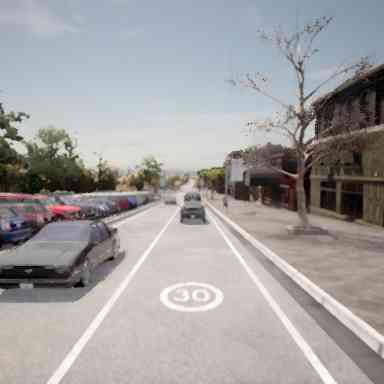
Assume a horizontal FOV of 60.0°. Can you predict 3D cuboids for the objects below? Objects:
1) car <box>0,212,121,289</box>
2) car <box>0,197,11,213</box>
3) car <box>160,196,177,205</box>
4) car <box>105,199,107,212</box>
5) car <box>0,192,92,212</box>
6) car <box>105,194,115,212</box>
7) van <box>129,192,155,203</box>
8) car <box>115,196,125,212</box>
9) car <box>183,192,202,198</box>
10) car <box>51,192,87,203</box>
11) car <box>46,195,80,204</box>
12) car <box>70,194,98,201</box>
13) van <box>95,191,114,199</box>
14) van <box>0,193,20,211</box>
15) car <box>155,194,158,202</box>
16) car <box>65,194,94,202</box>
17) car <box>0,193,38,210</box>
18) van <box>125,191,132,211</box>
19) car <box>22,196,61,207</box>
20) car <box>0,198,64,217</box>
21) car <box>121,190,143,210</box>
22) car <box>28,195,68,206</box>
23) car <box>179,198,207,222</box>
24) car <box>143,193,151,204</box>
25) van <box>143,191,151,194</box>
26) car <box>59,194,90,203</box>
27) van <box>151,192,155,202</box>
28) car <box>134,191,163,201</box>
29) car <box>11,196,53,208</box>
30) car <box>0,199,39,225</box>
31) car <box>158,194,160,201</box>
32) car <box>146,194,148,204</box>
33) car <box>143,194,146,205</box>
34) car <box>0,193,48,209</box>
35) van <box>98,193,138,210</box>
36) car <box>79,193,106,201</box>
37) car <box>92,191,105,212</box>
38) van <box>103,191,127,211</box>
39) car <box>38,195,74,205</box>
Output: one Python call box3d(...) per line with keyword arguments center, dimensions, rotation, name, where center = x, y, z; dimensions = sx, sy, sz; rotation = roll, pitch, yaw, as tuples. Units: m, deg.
box3d(center=(-3.357, 1.519, 9.412), dimensions=(2.033, 1.411, 5.357), rotation=(0, 0, 0), name="car")
box3d(center=(-22.231, 1.374, 34.876), dimensions=(5.366, 1.575, 1.946), rotation=(0, 0, 0), name="car")
box3d(center=(-3.355, 1.321, 52.456), dimensions=(2.033, 1.411, 5.357), rotation=(0, 0, 0), name="car")
box3d(center=(-8.941, 1.446, 24.226), dimensions=(4.674, 1.452, 2.002), rotation=(0, 0, 0), name="car")
box3d(center=(-8.903, 1.170, 18.619), dimensions=(5.566, 2.045, 2.435), rotation=(0, 0, 0), name="car")
box3d(center=(-8.980, 1.272, 27.029), dimensions=(4.553, 1.767, 2.185), rotation=(0, 0, 0), name="car")
box3d(center=(-9.137, 0.979, 60.675), dimensions=(4.442, 1.987, 1.878), rotation=(0, 1, 0), name="van")
box3d(center=(-8.949, 1.391, 29.833), dimensions=(4.892, 1.521, 2.231), rotation=(0, 0, 0), name="car")
box3d(center=(0.067, 1.065, 41.458), dimensions=(2.150, 2.045, 5.566), rotation=(0, 0, 0), name="car")
box3d(center=(-22.069, 0.963, 59.860), dimensions=(5.566, 2.045, 2.435), rotation=(0, 1, 0), name="car")
box3d(center=(-22.086, 1.244, 57.089), dimensions=(4.892, 1.521, 2.231), rotation=(0, 1, 0), name="car")
box3d(center=(-22.122, 1.127, 68.190), dimensions=(4.892, 1.521, 2.231), rotation=(0, 1, 0), name="car")
box3d(center=(-22.267, 0.724, 84.839), dimensions=(4.442, 1.987, 1.878), rotation=(0, 1, 0), name="van")
box3d(center=(-22.168, 1.144, 37.650), dimensions=(4.442, 1.987, 1.878), rotation=(0, 0, 0), name="van")
box3d(center=(-9.009, 1.234, 57.875), dimensions=(5.008, 1.535, 2.097), rotation=(0, 1, 0), name="car")
box3d(center=(-22.115, 1.155, 65.414), dimensions=(5.008, 1.535, 2.097), rotation=(0, 1, 0), name="car")
box3d(center=(-22.086, 1.111, 40.426), dimensions=(5.566, 2.045, 2.435), rotation=(0, 0, 0), name="car")
box3d(center=(-9.084, 1.149, 35.439), dimensions=(4.442, 1.987, 1.878), rotation=(0, 0, 0), name="van")
box3d(center=(-22.045, 1.349, 48.762), dimensions=(4.792, 1.488, 2.163), rotation=(0, 0, 0), name="car")
box3d(center=(-8.894, 1.303, 15.816), dimensions=(4.553, 1.767, 2.185), rotation=(0, 0, 0), name="car")
box3d(center=(-8.945, 1.116, 38.243), dimensions=(5.566, 2.045, 2.435), rotation=(0, 0, 0), name="car")
box3d(center=(-22.265, 1.292, 51.534), dimensions=(5.366, 1.575, 1.946), rotation=(0, 1, 0), name="car")
box3d(center=(0.081, 1.428, 25.240), dimensions=(1.837, 1.490, 4.892), rotation=(0, 0, 0), name="car")
box3d(center=(-9.026, 1.342, 49.463), dimensions=(4.792, 1.488, 2.163), rotation=(0, 1, 0), name="car")
box3d(center=(-9.119, 1.062, 52.264), dimensions=(4.442, 1.987, 1.878), rotation=(0, 1, 0), name="van")
box3d(center=(-22.109, 1.184, 62.639), dimensions=(5.008, 1.535, 2.097), rotation=(0, 1, 0), name="car")
box3d(center=(-8.892, 1.037, 55.066), dimensions=(4.442, 1.987, 1.878), rotation=(0, 1, 0), name="van")
box3d(center=(-9.010, 0.864, 69.085), dimensions=(5.566, 2.045, 2.435), rotation=(0, 1, 0), name="car")
box3d(center=(-22.098, 1.364, 45.979), dimensions=(4.792, 1.488, 2.163), rotation=(0, 0, 0), name="car")
box3d(center=(-8.888, 1.311, 13.013), dimensions=(4.553, 1.767, 2.185), rotation=(0, 0, 0), name="car")
box3d(center=(-9.029, 1.215, 63.481), dimensions=(4.674, 1.452, 2.002), rotation=(0, 1, 0), name="car")
box3d(center=(-8.988, 1.371, 46.655), dimensions=(4.674, 1.452, 2.002), rotation=(0, 0, 0), name="car")
box3d(center=(-8.991, 1.346, 43.852), dimensions=(4.892, 1.521, 2.231), rotation=(0, 0, 0), name="car")
box3d(center=(-22.035, 1.098, 43.203), dimensions=(5.566, 2.045, 2.435), rotation=(0, 0, 0), name="car")
box3d(center=(-9.095, 1.133, 41.043), dimensions=(4.442, 1.987, 1.878), rotation=(0, 0, 0), name="van")
box3d(center=(-21.942, 1.064, 73.740), dimensions=(5.366, 1.575, 1.946), rotation=(0, 1, 0), name="car")
box3d(center=(-8.909, 1.162, 21.422), dimensions=(5.566, 2.045, 2.435), rotation=(0, 0, 0), name="car")
box3d(center=(-9.078, 1.157, 32.635), dimensions=(4.442, 1.987, 1.878), rotation=(0, 0, 0), name="van")
box3d(center=(-22.081, 1.270, 54.311), dimensions=(5.008, 1.535, 2.097), rotation=(0, 0, 0), name="car")
